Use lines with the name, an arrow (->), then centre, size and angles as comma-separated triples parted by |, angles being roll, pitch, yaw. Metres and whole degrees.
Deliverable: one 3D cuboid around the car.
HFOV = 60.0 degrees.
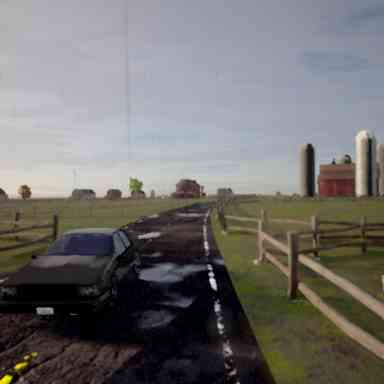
car -> -2.462, 1.621, 8.215 | 2.033, 1.411, 5.357 | 0, -1, 0
